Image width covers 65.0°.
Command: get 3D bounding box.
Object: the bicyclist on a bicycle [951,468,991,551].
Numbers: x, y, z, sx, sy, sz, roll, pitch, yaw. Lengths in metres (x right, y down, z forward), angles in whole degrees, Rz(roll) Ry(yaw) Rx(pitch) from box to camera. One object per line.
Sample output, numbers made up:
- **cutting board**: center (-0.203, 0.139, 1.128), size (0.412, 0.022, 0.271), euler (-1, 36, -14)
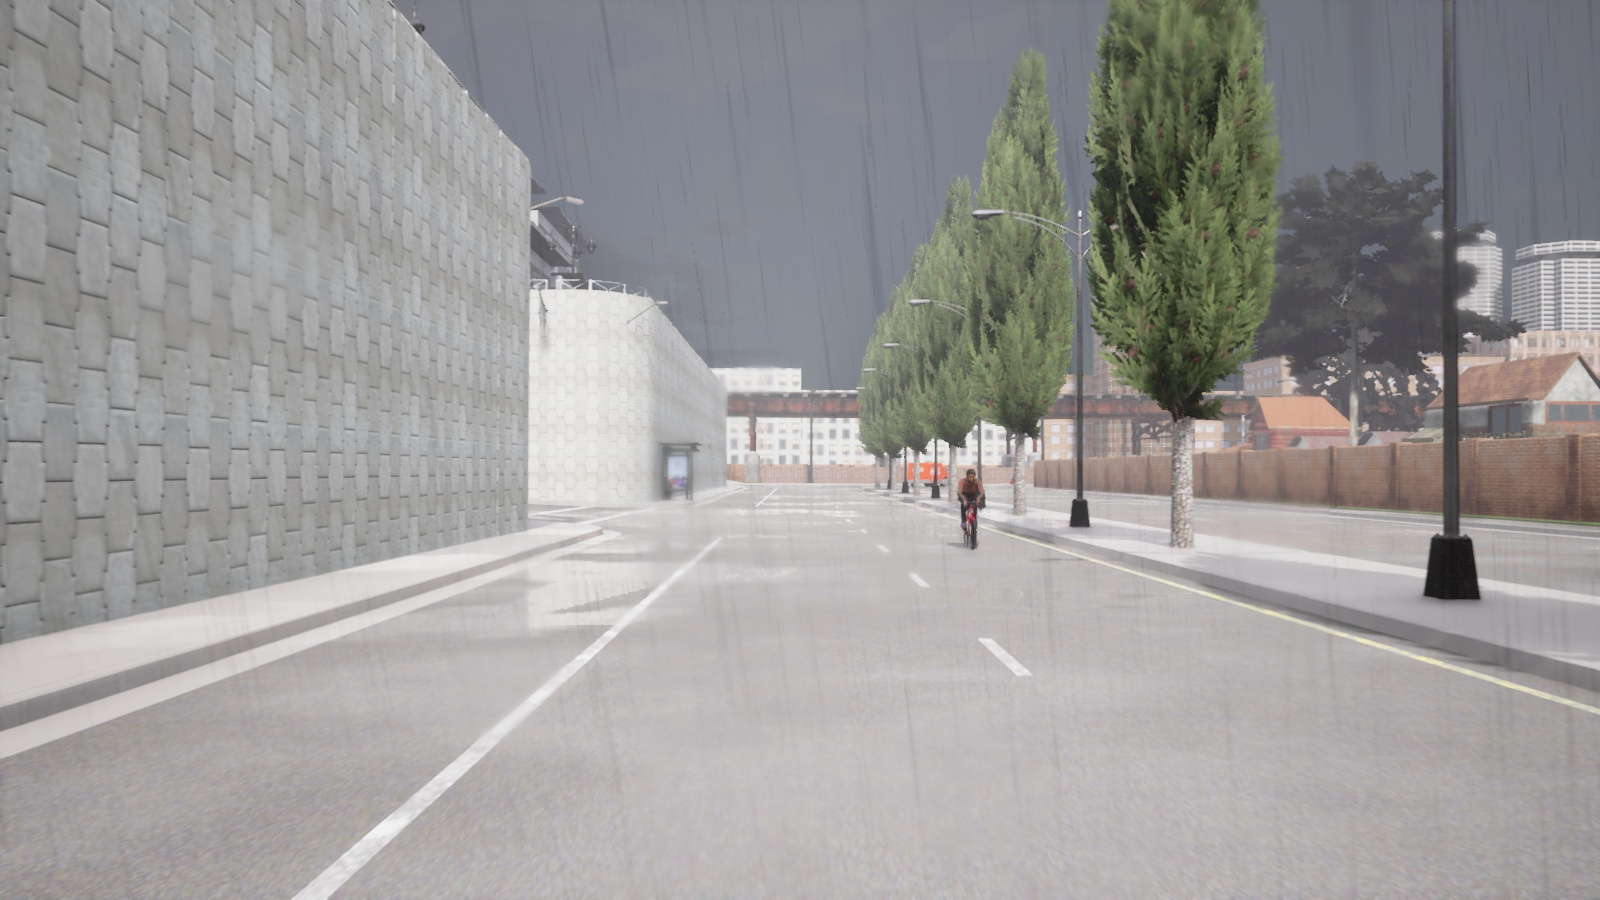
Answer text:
- **bicyclist on a bicycle**: center (3.438, 1.178, 25.358), size (0.582, 1.620, 1.656), euler (0, -1, 0)
